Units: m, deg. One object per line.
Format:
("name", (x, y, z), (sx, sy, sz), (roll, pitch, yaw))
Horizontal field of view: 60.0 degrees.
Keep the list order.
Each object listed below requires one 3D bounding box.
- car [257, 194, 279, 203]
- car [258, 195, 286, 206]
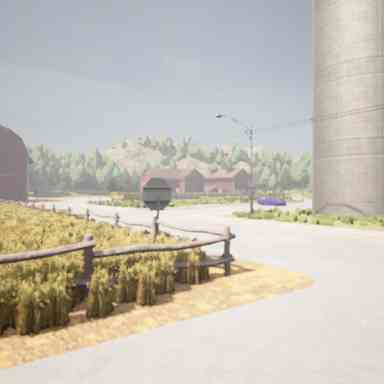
("car", (16.675, 1.355, 73.375), (1.932, 1.855, 4.605), (0, 0, -36))
("car", (13.183, 1.514, 54.403), (2.242, 1.667, 4.611), (0, 0, -36))
